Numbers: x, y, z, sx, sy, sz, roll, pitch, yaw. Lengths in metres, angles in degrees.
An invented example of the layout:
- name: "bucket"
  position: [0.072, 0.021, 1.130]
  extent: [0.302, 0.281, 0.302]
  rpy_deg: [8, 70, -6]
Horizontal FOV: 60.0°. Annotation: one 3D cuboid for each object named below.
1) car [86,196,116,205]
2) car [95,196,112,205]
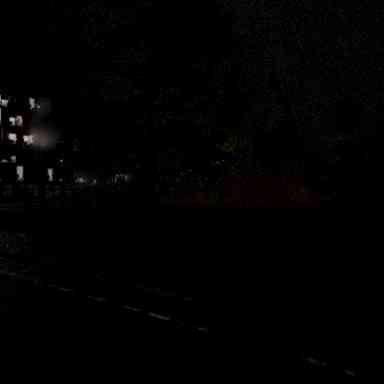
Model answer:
- name: "car"
  position: [-16.545, 1.511, 60.684]
  extent: [2.128, 1.511, 4.902]
  rpy_deg: [-1, -1, 38]
- name: "car"
  position: [-13.908, 1.527, 58.811]
  extent: [2.033, 1.411, 5.357]
  rpy_deg: [-1, -1, 38]
